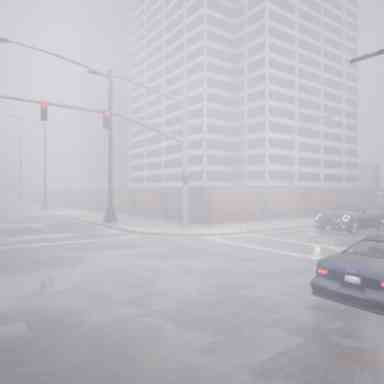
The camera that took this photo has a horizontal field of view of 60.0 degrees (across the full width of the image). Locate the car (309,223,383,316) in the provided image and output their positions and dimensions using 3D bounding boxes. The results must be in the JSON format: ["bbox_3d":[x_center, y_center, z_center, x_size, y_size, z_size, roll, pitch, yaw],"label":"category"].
[{"bbox_3d":[4.800,1.553,7.172,5.357,1.411,2.033,0,0,-36],"label":"car"}]

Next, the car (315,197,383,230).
[{"bbox_3d":[9.099,1.366,19.080,4.553,1.767,2.097,0,0,-36],"label":"car"}]
